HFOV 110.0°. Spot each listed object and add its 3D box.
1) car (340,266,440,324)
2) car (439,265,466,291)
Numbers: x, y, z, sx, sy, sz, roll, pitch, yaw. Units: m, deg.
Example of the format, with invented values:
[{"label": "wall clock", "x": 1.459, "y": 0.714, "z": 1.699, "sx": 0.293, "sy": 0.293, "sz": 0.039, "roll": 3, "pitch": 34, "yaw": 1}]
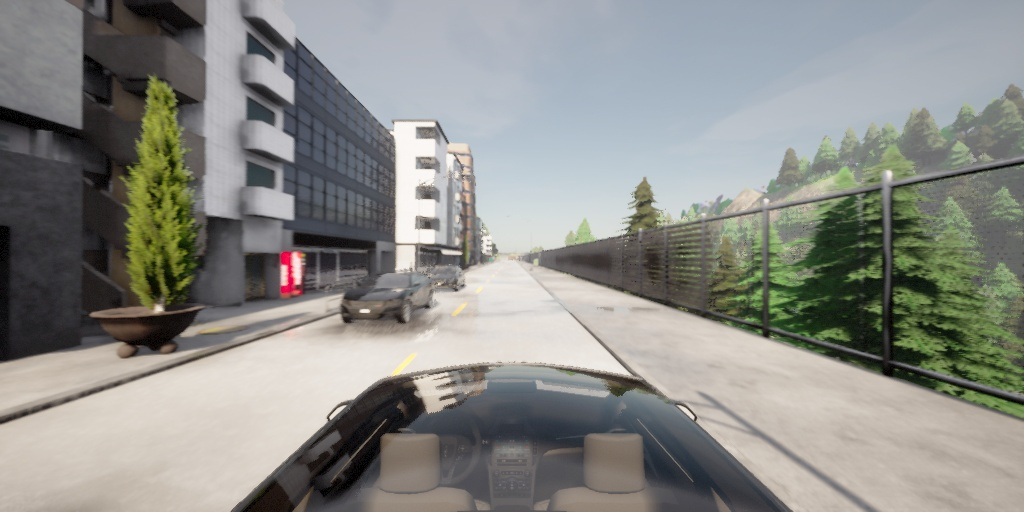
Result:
[{"label": "car", "x": -4.016, "y": 1.257, "z": 12.312, "sx": 1.882, "sy": 1.535, "sz": 5.008, "roll": 0, "pitch": -1, "yaw": 0}, {"label": "car", "x": -4.037, "y": 1.323, "z": 22.383, "sx": 1.837, "sy": 1.490, "sz": 4.892, "roll": 0, "pitch": 0, "yaw": 0}]
